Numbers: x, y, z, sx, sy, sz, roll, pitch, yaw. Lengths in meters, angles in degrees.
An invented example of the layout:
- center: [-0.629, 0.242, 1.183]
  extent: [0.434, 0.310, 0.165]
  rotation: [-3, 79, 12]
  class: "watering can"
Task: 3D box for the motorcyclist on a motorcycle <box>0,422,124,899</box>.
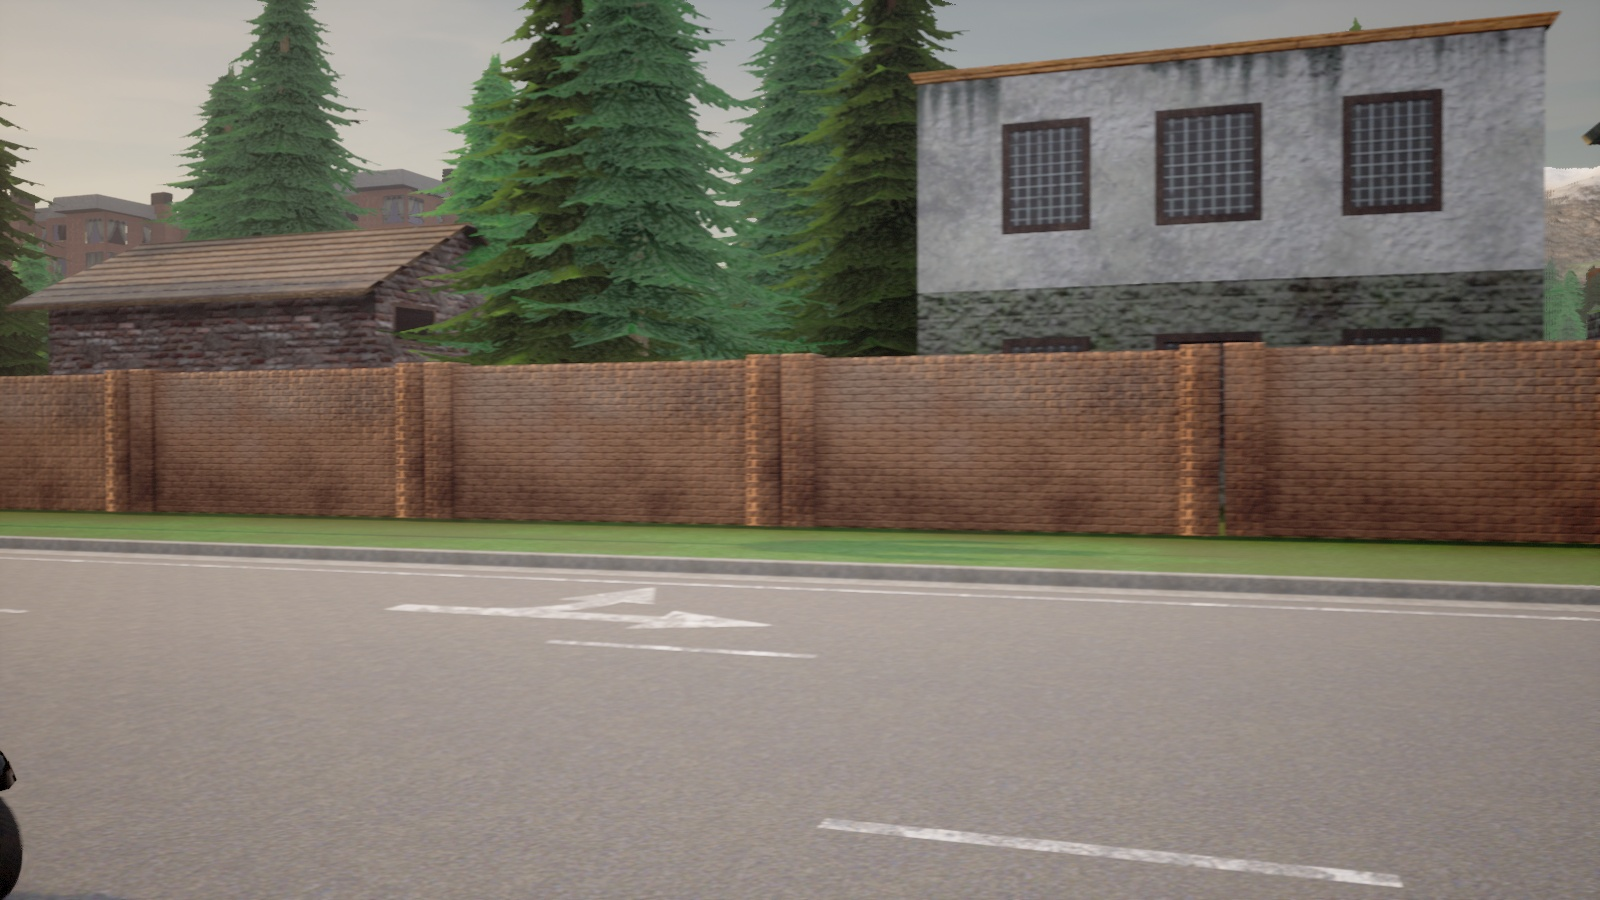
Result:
- center: [-3.402, 0.698, 4.337]
  extent: [1.817, 1.590, 0.866]
  rotation: [1, 1, 19]
  class: "motorcyclist on a motorcycle"
